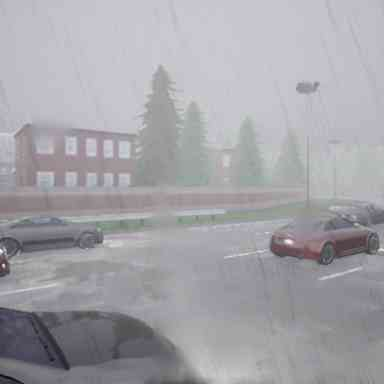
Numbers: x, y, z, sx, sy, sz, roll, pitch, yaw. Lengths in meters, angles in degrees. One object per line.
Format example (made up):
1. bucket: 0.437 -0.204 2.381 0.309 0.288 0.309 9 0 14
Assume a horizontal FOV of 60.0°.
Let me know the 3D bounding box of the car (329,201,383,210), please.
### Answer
1. car: 10.232 1.371 19.989 5.357 1.411 2.033 -1 0 -40

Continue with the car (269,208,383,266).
1. car: 4.575 1.473 11.337 4.181 1.385 1.994 -1 0 -36

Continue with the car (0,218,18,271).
1. car: -6.722 1.362 7.549 4.553 1.767 2.097 -1 0 -36

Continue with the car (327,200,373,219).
1. car: 13.030 1.367 27.250 4.718 1.301 1.895 -1 0 -45

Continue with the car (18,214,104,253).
1. car: -5.558 1.540 12.681 4.181 1.385 1.994 -1 0 -36

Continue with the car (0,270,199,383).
1. car: -1.955 1.567 2.353 4.181 1.385 1.994 -1 0 -36
